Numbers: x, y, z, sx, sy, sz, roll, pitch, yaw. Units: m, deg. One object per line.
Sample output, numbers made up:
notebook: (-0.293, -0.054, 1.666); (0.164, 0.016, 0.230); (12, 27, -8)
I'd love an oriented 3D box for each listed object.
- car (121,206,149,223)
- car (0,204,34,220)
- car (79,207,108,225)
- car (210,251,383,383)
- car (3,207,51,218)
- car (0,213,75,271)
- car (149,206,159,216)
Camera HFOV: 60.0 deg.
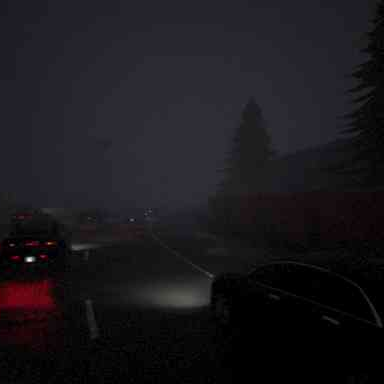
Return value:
car: (-5.503, 2.243, 31.834); (1.895, 1.301, 4.718); (0, -1, -4)
car: (-19.888, 2.186, 37.332); (1.882, 1.535, 5.008); (0, -1, 0)
car: (-8.880, 2.076, 30.266); (1.882, 1.535, 5.008); (0, -1, -6)
car: (1.904, 1.614, 4.723); (1.837, 1.490, 4.892); (1, -1, -22)
car: (-11.731, 1.963, 24.540); (2.128, 1.511, 4.902); (0, -1, -9)
car: (-5.393, 1.738, 11.922); (1.837, 1.490, 4.892); (0, -1, -17)
car: (-5.594, 2.482, 43.518); (1.895, 1.301, 4.718); (0, -1, 4)
